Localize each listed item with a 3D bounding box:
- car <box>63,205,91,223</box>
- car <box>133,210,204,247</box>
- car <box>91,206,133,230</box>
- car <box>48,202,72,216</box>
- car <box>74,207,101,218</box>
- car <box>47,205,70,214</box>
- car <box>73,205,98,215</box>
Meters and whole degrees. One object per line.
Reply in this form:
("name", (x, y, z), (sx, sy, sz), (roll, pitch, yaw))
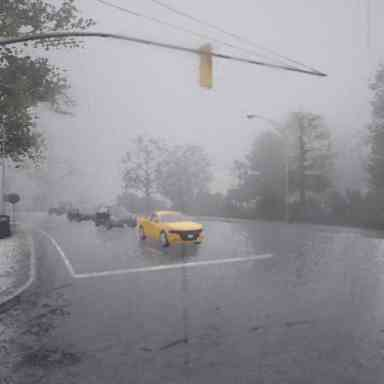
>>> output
("car", (-11.200, 2.336, 33.967), (2.033, 1.411, 5.357), (0, -2, -35))
("car", (-1.173, 1.701, 16.626), (1.882, 1.535, 5.008), (0, -1, -27))
("car", (-5.808, 1.821, 25.269), (2.097, 1.767, 4.553), (0, -2, -31))
("car", (-20.167, 2.609, 51.200), (2.150, 2.045, 5.566), (0, -2, -43))
("car", (-13.733, 2.637, 43.593), (1.994, 1.385, 4.181), (0, -2, -38))
("car", (-24.267, 3.185, 60.331), (4.892, 1.490, 1.837), (-2, -2, 43))
("car", (-16.986, 2.832, 52.843), (1.882, 1.535, 5.008), (0, -2, -42))
